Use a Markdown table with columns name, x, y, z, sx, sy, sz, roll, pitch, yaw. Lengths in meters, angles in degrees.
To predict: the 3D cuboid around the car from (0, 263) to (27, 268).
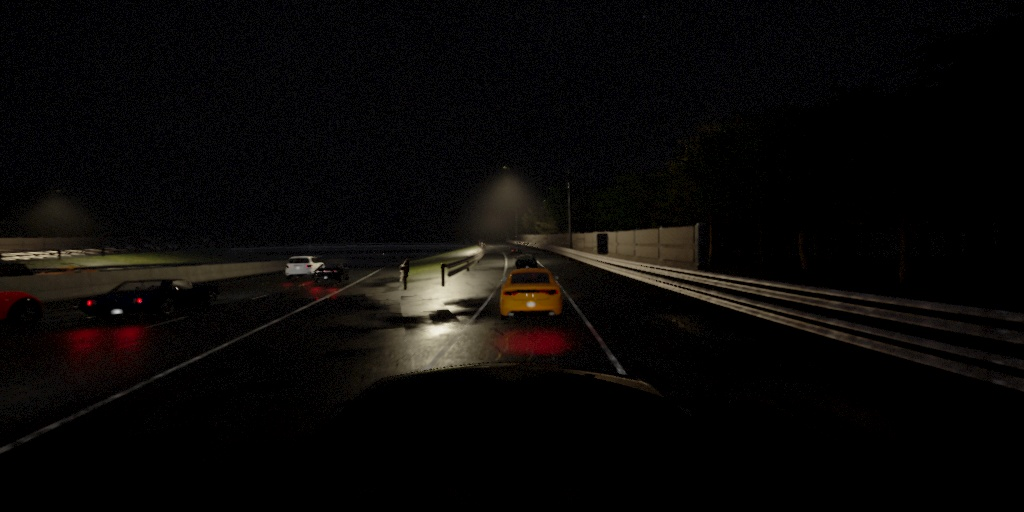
| name | x | y | z | sx | sy | sz | roll | pitch | yaw |
| --- | --- | --- | --- | --- | --- | --- | --- | --- | --- |
| car | -29.808 | 1.437 | 19.594 | 2.150 | 2.045 | 5.566 | -1 | 1 | -15 |

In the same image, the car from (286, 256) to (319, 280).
| name | x | y | z | sx | sy | sz | roll | pitch | yaw |
| --- | --- | --- | --- | --- | --- | --- | --- | --- | --- |
| car | -18.710 | 1.040 | 32.725 | 2.150 | 2.045 | 5.566 | -1 | 1 | -15 |

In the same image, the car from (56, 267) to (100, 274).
| name | x | y | z | sx | sy | sz | roll | pitch | yaw |
| --- | --- | --- | --- | --- | --- | --- | --- | --- | --- |
| car | -36.307 | 1.804 | 30.034 | 1.895 | 1.301 | 4.718 | -1 | 1 | -15 |

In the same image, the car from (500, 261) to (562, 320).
| name | x | y | z | sx | sy | sz | roll | pitch | yaw |
| --- | --- | --- | --- | --- | --- | --- | --- | --- | --- |
| car | 0.652 | 1.163 | 12.607 | 1.882 | 1.535 | 5.008 | -1 | 1 | 3 |

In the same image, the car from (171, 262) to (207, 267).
| name | x | y | z | sx | sy | sz | roll | pitch | yaw |
| --- | --- | --- | --- | --- | --- | --- | --- | --- | --- |
| car | -34.889 | 1.572 | 38.032 | 1.837 | 1.490 | 4.892 | -1 | 0 | -15 |

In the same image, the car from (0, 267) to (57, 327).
| name | x | y | z | sx | sy | sz | roll | pitch | yaw |
| --- | --- | --- | --- | --- | --- | --- | --- | --- | --- |
| car | -16.020 | 1.363 | 9.744 | 2.097 | 1.767 | 4.553 | -1 | 0 | -15 |

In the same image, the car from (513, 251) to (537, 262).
| name | x | y | z | sx | sy | sz | roll | pitch | yaw |
| --- | --- | --- | --- | --- | --- | --- | --- | --- | --- |
| car | 1.228 | 0.518 | 32.396 | 1.895 | 1.301 | 4.718 | -1 | 3 | 0 |

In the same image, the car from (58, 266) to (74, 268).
| name | x | y | z | sx | sy | sz | roll | pitch | yaw |
| --- | --- | --- | --- | --- | --- | --- | --- | --- | --- |
| car | -40.637 | 1.730 | 32.577 | 1.882 | 1.535 | 5.008 | -1 | 1 | -15 |

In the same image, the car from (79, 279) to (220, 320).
| name | x | y | z | sx | sy | sz | roll | pitch | yaw |
| --- | --- | --- | --- | --- | --- | --- | --- | --- | --- |
| car | -13.514 | 1.529 | 13.877 | 1.895 | 1.301 | 4.718 | -1 | 0 | -15 |

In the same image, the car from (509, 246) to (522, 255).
| name | x | y | z | sx | sy | sz | roll | pitch | yaw |
| --- | --- | --- | --- | --- | --- | --- | --- | --- | --- |
| car | 0.580 | -0.937 | 56.432 | 2.033 | 1.411 | 5.357 | -1 | 3 | -3 |

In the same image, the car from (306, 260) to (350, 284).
| name | x | y | z | sx | sy | sz | roll | pitch | yaw |
| --- | --- | --- | --- | --- | --- | --- | --- | --- | --- |
| car | -13.747 | 1.284 | 27.562 | 2.128 | 1.511 | 4.902 | -1 | 1 | -15 |
